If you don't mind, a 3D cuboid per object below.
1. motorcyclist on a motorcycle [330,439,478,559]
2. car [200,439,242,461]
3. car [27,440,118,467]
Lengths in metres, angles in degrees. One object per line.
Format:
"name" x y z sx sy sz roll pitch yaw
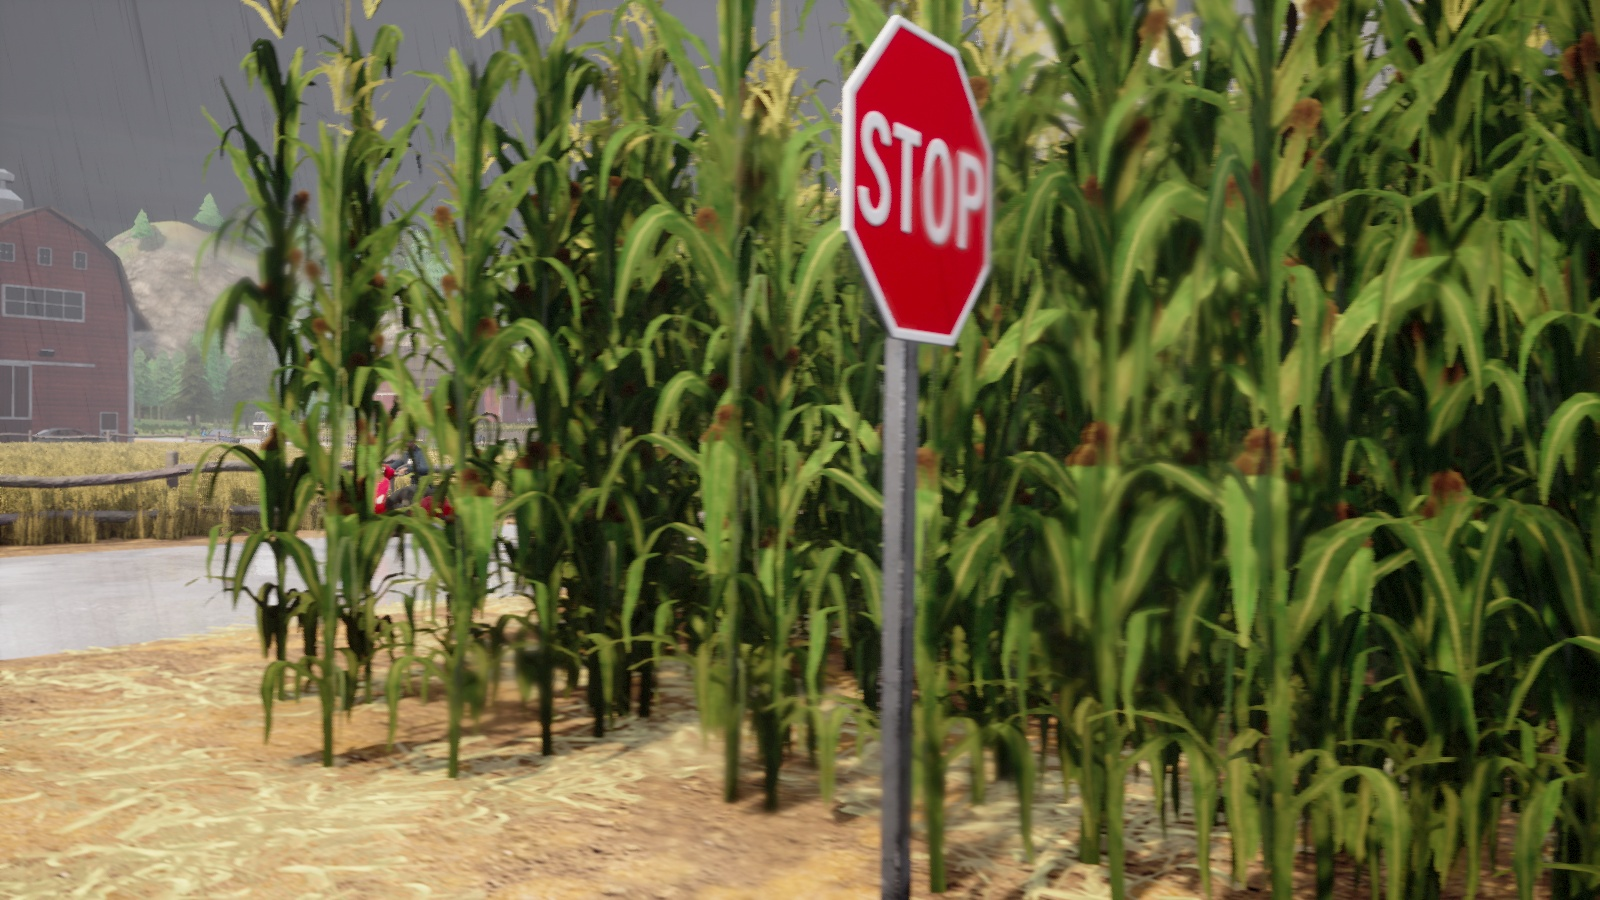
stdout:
"motorcyclist on a motorcycle" -5.493 0.649 17.528 0.866 1.590 1.817 0 0 33
"car" -39.179 -0.016 85.047 1.812 1.442 4.674 0 1 -15
"car" -42.489 0.204 73.399 1.816 1.474 4.193 0 1 39
